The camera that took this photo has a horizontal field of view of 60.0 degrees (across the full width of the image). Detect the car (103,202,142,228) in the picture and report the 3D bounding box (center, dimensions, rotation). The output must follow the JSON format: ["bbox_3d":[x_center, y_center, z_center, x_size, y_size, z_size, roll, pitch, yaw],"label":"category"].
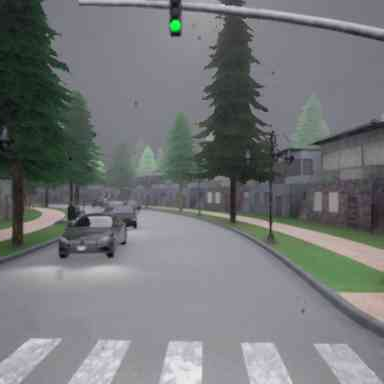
[{"bbox_3d":[-4.683,1.617,22.696,2.033,1.411,5.357,0,0,-11],"label":"car"}]

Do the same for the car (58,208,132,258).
[{"bbox_3d":[-3.672,1.560,13.058,1.812,1.442,4.674,0,0,-3],"label":"car"}]

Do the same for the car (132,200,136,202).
[{"bbox_3d":[-8.110,1.707,42.811,1.994,1.385,4.181,0,0,-33],"label":"car"}]

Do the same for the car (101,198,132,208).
[{"bbox_3d":[-7.391,1.609,32.304,1.837,1.490,4.892,0,0,-20],"label":"car"}]

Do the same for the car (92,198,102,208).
[{"bbox_3d":[-13.675,1.695,51.181,1.812,1.442,4.674,0,0,-42],"label":"car"}]
